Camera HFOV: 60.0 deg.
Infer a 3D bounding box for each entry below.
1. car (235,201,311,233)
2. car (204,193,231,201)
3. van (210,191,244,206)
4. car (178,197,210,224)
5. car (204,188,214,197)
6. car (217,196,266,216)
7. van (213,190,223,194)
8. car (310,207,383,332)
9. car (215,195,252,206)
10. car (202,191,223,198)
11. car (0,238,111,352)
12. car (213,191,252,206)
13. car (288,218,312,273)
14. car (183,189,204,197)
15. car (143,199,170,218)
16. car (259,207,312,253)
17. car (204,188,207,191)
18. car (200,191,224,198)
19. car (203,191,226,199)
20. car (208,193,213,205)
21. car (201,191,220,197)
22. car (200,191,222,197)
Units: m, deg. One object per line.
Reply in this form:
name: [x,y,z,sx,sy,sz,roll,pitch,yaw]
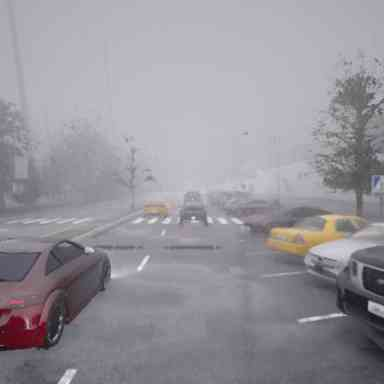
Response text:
car: [5.038,1.427,17.338,4.792,1.488,2.163,1,1,-20]
car: [5.071,0.982,65.198,4.792,1.488,2.163,0,1,-20]
van: [4.947,0.932,47.228,4.442,1.987,1.878,1,1,-20]
car: [0.092,1.364,23.594,1.837,1.490,4.892,0,1,0]
car: [5.032,0.931,44.275,5.566,2.045,2.435,1,1,-20]
car: [5.033,1.331,29.344,4.792,1.488,2.163,1,1,-20]
van: [5.167,1.006,38.367,4.442,1.987,1.878,1,0,-20]
car: [5.046,1.226,5.321,5.566,2.045,2.435,1,1,-20]
car: [5.053,1.318,32.362,4.674,1.452,2.002,1,0,-20]
car: [5.064,0.615,83.098,4.792,1.488,2.163,0,1,-20]
car: [-2.902,1.546,6.219,1.994,1.385,4.181,0,0,0]
car: [5.029,1.128,35.333,4.553,1.767,2.185,1,0,-20]
car: [5.072,1.500,8.342,4.674,1.452,2.002,1,1,-20]
car: [0.083,0.930,41.746,2.150,2.045,5.566,0,0,0]
car: [-2.911,1.299,28.185,1.882,1.535,5.008,0,0,0]
car: [5.238,1.441,11.414,5.366,1.575,1.946,1,0,-20]
car: [5.080,0.883,50.271,5.566,2.045,2.435,1,0,-20]
car: [4.865,0.650,80.036,5.366,1.575,1.946,0,2,-20]
car: [5.014,0.659,74.125,4.553,1.767,2.185,0,1,-20]
car: [5.048,1.208,41.309,4.892,1.521,2.231,1,0,-20]
car: [5.031,0.494,89.050,4.674,1.452,2.002,0,1,-20]
car: [4.864,0.514,86.001,5.366,1.575,1.946,0,2,-20]
